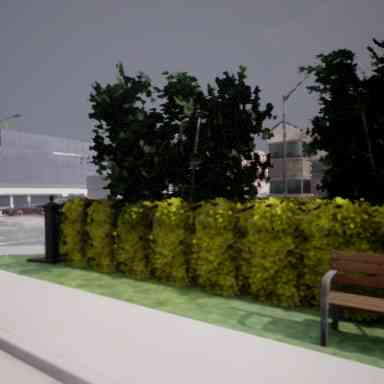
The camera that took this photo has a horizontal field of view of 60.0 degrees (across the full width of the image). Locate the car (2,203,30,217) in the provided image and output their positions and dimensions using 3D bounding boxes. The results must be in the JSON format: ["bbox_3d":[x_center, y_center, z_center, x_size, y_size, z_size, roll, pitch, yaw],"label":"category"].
[{"bbox_3d":[-17.807,1.902,36.653,2.033,1.411,5.357,-1,0,35],"label":"car"}]

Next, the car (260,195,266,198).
[{"bbox_3d":[10.546,1.277,52.348,1.895,1.301,4.718,-1,1,35],"label":"car"}]

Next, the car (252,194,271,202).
[{"bbox_3d":[12.978,1.118,61.915,1.895,1.301,4.718,-1,0,35],"label":"car"}]

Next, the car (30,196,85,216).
[{"bbox_3d":[-13.985,1.527,35.985,2.150,2.045,5.566,-1,0,36],"label":"car"}]
